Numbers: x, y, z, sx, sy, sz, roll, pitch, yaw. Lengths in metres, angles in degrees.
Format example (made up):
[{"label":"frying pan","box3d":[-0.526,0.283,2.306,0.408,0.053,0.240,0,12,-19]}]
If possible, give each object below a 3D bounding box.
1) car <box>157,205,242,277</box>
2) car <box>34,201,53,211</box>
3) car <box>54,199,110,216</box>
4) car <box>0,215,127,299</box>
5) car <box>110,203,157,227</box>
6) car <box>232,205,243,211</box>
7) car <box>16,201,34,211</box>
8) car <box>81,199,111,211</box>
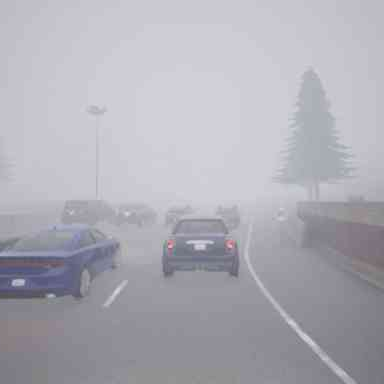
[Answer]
[{"label":"car","box3d":[0.353,1.488,10.841,2.097,1.767,4.553,-1,-1,4]},{"label":"car","box3d":[-21.018,2.056,50.147,1.837,1.490,4.892,-1,0,11]},{"label":"car","box3d":[-7.826,1.585,25.732,2.150,2.045,5.566,-1,0,11]},{"label":"car","box3d":[-3.305,1.629,8.917,1.882,1.535,5.008,-1,-1,1]},{"label":"car","box3d":[-4.227,1.666,25.871,2.097,1.767,4.553,-1,0,11]},{"label":"car","box3d":[2.749,1.705,25.073,2.128,1.511,4.902,-1,0,11]},{"label":"car","box3d":[-24.496,2.080,50.573,1.882,1.535,5.008,-1,0,11]},{"label":"car","box3d":[-14.096,1.937,49.110,2.128,1.511,4.902,-1,0,11]}]
